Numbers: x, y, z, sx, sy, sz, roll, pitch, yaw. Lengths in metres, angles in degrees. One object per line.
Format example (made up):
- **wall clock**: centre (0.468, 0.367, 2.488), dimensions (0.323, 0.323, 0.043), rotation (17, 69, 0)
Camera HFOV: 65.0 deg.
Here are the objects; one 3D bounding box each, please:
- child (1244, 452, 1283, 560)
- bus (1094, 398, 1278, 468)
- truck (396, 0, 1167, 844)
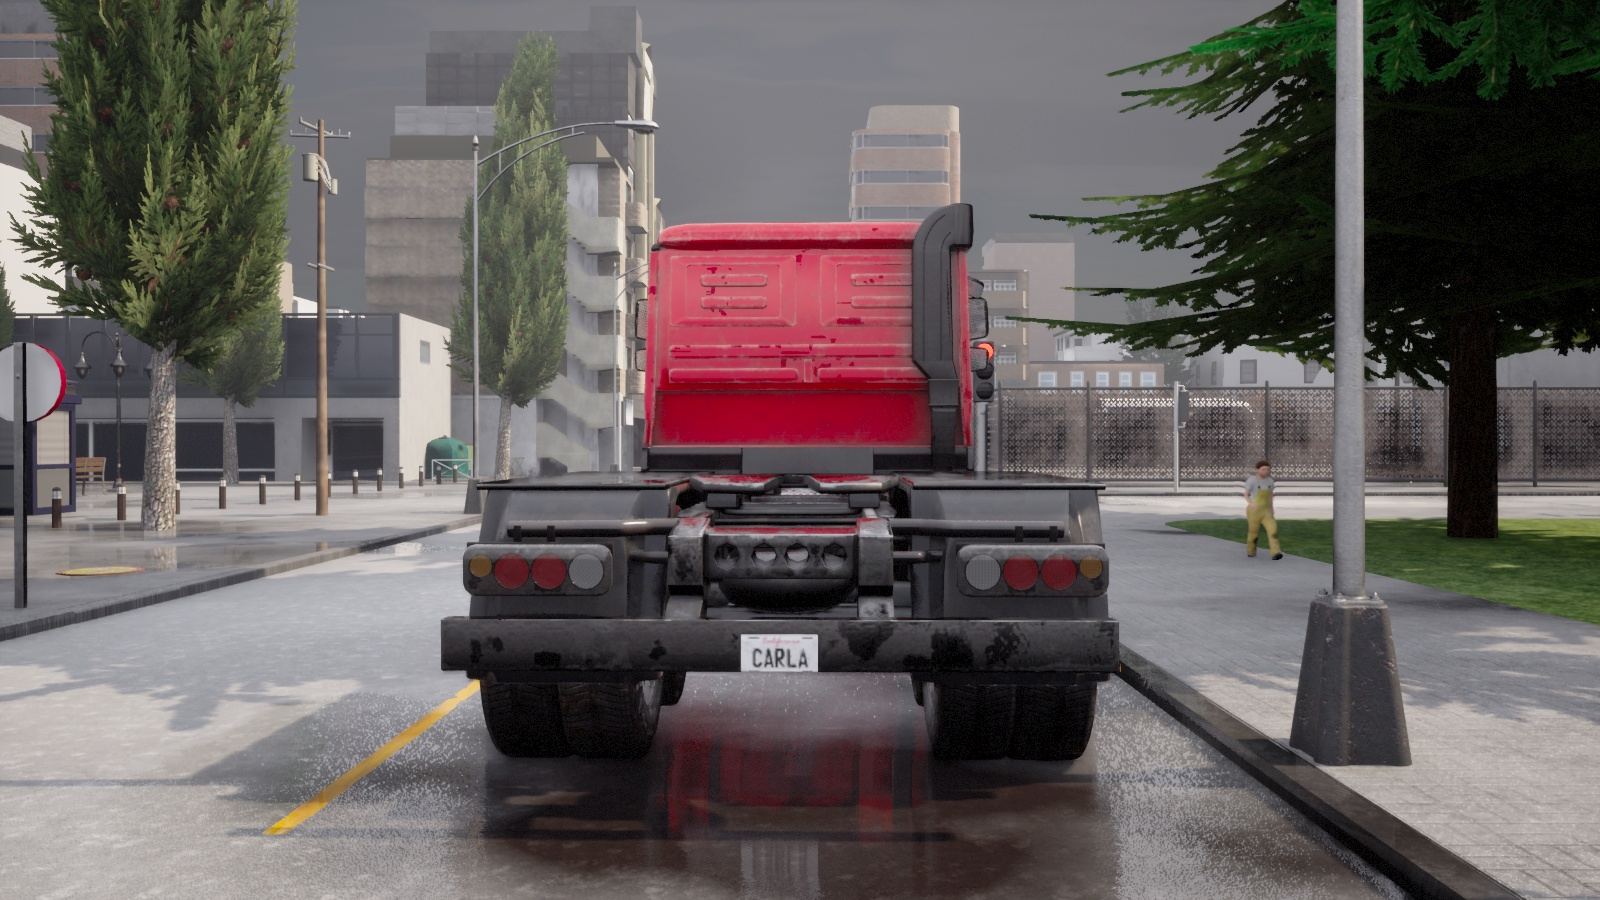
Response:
- **child**: centre (5.523, 0.656, 14.978), dimensions (0.270, 1.263, 0.437), rotation (0, 0, -5)
- **bus**: centre (23.857, -1.052, 78.208), dimensions (10.273, 4.253, 3.944), rotation (0, 0, 2)
- **truck**: centre (0.020, -0.284, 8.679), dimensions (2.891, 3.462, 7.936), rotation (0, 0, 1)
